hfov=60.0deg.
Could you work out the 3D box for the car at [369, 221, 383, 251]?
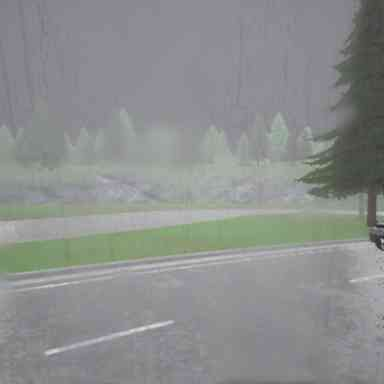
[{"bbox_3d":[9.309,1.624,13.284,4.902,1.511,2.128,0,0,-25],"label":"car"}]
